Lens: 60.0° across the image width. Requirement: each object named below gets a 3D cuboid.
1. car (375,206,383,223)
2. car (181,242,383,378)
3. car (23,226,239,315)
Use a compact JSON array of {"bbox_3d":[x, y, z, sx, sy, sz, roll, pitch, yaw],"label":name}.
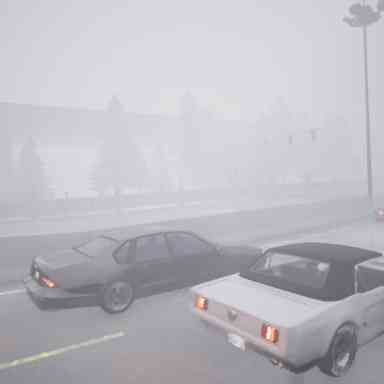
[{"bbox_3d":[10.761,0.804,15.807,5.357,1.411,2.033,-4,3,-36],"label":"car"},{"bbox_3d":[2.356,1.517,5.450,4.718,1.301,1.895,-2,1,-36],"label":"car"},{"bbox_3d":[-0.773,1.496,7.507,5.357,1.411,2.033,-2,1,-36],"label":"car"}]
